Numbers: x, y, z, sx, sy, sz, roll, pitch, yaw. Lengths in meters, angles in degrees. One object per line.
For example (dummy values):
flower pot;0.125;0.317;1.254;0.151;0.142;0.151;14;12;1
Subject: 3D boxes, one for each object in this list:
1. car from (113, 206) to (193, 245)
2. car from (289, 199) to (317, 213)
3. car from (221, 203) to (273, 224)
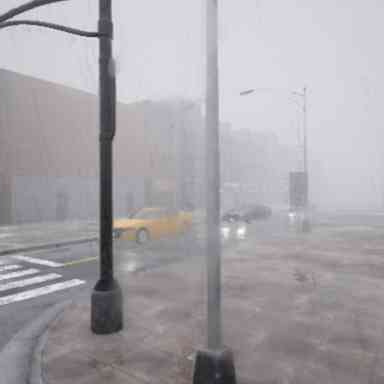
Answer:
car;-1.924;1.489;16.065;1.882;1.535;5.008;-1;0;35
car;11.867;1.450;35.415;1.994;1.385;4.181;-1;0;36
car;4.237;1.494;24.729;2.033;1.411;5.357;-1;0;36
